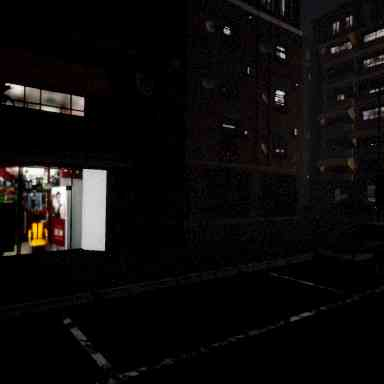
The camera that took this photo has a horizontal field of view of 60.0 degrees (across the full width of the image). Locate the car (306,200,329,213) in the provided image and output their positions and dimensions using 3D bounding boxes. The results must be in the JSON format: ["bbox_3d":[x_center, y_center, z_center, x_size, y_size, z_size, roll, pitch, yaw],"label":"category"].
[{"bbox_3d":[15.507,1.711,40.460,1.752,1.417,4.829,1,-1,-35],"label":"car"}]

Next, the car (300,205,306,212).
[{"bbox_3d":[9.163,1.331,35.791,2.192,1.841,5.009,1,-1,-35],"label":"car"}]

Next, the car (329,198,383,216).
[{"bbox_3d":[15.665,1.397,30.794,2.097,1.767,4.553,1,-1,-34],"label":"car"}]

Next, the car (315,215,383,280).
[{"bbox_3d":[5.468,1.589,9.928,4.206,1.307,1.802,0,1,-35],"label":"car"}]
